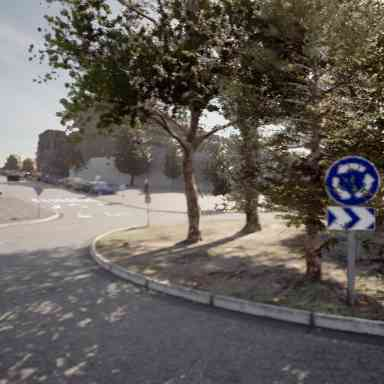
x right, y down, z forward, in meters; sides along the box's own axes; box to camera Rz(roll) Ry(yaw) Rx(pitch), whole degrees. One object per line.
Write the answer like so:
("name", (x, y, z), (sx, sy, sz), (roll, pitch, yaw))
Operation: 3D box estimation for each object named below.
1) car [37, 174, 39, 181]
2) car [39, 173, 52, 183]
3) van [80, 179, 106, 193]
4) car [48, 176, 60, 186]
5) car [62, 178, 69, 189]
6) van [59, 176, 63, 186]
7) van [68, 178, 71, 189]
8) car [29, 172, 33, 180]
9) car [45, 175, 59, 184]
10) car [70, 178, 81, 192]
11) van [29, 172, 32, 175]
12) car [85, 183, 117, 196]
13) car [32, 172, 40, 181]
("car", (-32.649, -2.820, 77.619), (2.231, 1.521, 4.892), (5, 4, 31))
("car", (-30.748, -2.814, 75.280), (2.435, 2.045, 5.566), (5, 4, 31))
("van", (-16.029, -0.727, 56.428), (1.878, 1.987, 4.442), (6, 4, 32))
("car", (-27.064, -2.045, 70.555), (2.231, 1.521, 4.892), (6, 4, 32))
("car", (-21.582, -1.397, 63.417), (2.185, 1.767, 4.553), (6, 4, 32))
("van", (-23.326, -1.757, 65.907), (1.878, 1.987, 4.442), (6, 4, 32))
("van", (-19.792, -1.238, 60.964), (1.878, 1.987, 4.442), (6, 4, 32))
("car", (-36.493, -3.336, 82.113), (1.946, 1.575, 5.366), (6, 4, 31))
("car", (-28.908, -2.275, 72.936), (2.163, 1.488, 4.792), (5, 4, 32))
("car", (-17.921, -1.007, 58.668), (2.435, 2.045, 5.566), (6, 4, 32))
("van", (-38.206, -3.819, 84.681), (1.878, 1.987, 4.442), (5, 4, 31))
("car", (-14.287, -0.244, 53.970), (2.097, 1.535, 5.008), (6, 4, 32))
("car", (-34.492, -3.330, 79.964), (2.435, 2.045, 5.566), (5, 4, 31))
